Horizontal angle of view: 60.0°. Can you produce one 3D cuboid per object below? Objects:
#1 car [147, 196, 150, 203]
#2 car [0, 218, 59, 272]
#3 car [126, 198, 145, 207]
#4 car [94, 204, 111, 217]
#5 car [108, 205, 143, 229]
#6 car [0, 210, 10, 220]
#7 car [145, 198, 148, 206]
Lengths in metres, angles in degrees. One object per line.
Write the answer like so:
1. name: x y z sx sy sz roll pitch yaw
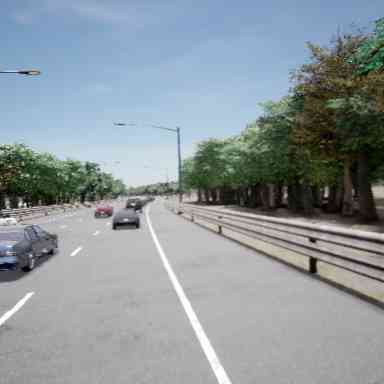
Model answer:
1. car: -12.392 2.573 85.041 1.837 1.490 4.892 -2 0 -5
2. car: -6.223 1.860 11.762 2.033 1.411 5.357 -2 0 -9
3. car: -7.915 1.870 45.668 2.150 2.045 5.566 -2 0 -8
4. car: -10.592 2.230 40.257 1.812 1.442 4.674 -2 0 -8
5. car: -4.968 1.948 25.408 1.994 1.385 4.181 -2 -1 -9
6. car: -10.540 1.731 16.389 2.150 2.045 5.566 -2 0 -9
7. car: -11.003 2.490 71.256 1.994 1.385 4.181 -2 0 -6
